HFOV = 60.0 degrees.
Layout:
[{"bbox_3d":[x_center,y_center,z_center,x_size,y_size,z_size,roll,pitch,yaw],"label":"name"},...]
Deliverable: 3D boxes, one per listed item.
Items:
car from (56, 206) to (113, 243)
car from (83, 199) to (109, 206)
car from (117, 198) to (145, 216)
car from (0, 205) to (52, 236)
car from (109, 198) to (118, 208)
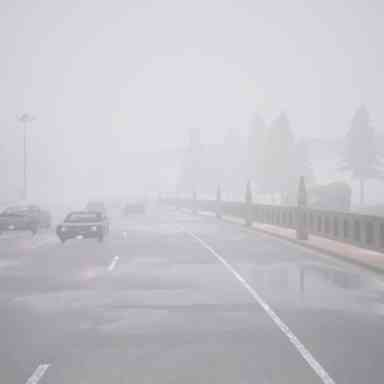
[{"bbox_3d":[-5.141,1.600,16.250,1.895,1.301,4.718,0,0,-10],"label":"car"},{"bbox_3d":[-9.591,1.502,32.937,1.837,1.490,4.892,0,-1,-19],"label":"car"},{"bbox_3d":[-5.931,1.478,32.991,1.882,1.535,5.008,0,0,-19],"label":"car"},{"bbox_3d":[-9.160,1.490,18.444,2.128,1.511,4.902,0,0,-11],"label":"car"},{"bbox_3d":[-9.765,1.526,42.728,1.812,1.442,4.674,0,0,-24],"label":"car"}]
